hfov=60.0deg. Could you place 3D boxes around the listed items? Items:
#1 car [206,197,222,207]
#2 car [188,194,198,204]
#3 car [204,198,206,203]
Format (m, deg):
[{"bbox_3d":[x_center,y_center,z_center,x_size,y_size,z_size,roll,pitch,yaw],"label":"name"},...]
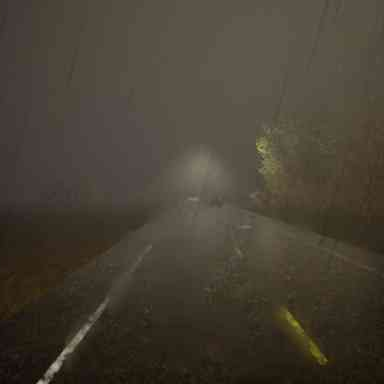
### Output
[{"bbox_3d":[3.762,1.560,53.223,1.882,1.535,5.008,0,0,0],"label":"car"},{"bbox_3d":[0.203,1.561,67.483,1.882,1.535,5.008,0,0,0],"label":"car"},{"bbox_3d":[3.718,1.657,70.888,1.994,1.385,4.181,0,0,0],"label":"car"}]
